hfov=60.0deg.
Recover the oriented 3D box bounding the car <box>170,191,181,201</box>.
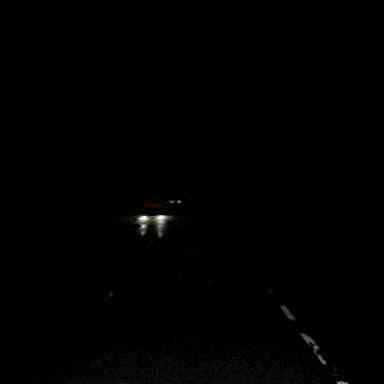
[{"bbox_3d":[-3.541,0.815,72.602,2.150,2.045,5.566,0,0,0],"label":"car"}]

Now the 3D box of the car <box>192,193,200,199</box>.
[{"bbox_3d":[1.003,1.118,84.772,1.812,1.442,4.674,0,0,0],"label":"car"}]

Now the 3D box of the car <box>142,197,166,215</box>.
[{"bbox_3d":[-3.615,1.303,32.026,1.882,1.535,5.008,0,0,0],"label":"car"}]

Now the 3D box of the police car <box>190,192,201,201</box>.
[{"bbox_3d":[1.008,1.058,74.880,1.930,1.638,5.238,0,0,0],"label":"police car"}]
